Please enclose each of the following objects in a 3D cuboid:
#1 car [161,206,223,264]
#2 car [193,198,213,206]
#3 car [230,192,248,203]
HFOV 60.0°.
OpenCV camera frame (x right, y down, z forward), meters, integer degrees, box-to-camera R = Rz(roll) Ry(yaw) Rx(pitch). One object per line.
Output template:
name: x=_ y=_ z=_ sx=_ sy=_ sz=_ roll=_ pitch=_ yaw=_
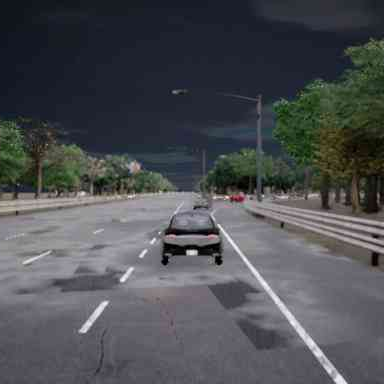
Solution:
car: x=0.000 y=1.462 z=11.647 sx=2.128 sy=1.511 sz=4.902 roll=0 pitch=0 yaw=0
car: x=1.434 y=1.442 z=41.136 sx=2.033 sy=1.411 sz=5.357 roll=0 pitch=0 yaw=11
car: x=9.161 y=1.070 z=64.220 sx=2.150 sy=2.045 sz=5.566 roll=0 pitch=0 yaw=27
